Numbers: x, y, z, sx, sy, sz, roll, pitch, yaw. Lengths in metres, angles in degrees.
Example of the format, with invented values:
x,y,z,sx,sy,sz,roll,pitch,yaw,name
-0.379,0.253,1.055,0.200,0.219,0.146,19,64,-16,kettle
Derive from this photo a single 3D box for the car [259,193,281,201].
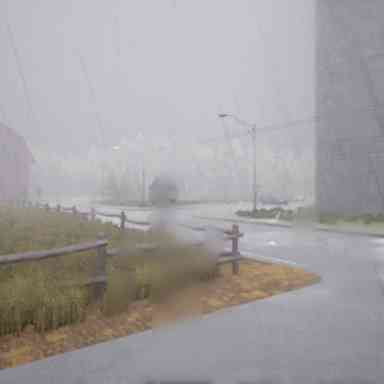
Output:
x,y,z,sx,sy,sz,roll,pitch,yaw,name
17.127,1.096,73.462,1.932,1.855,4.605,0,0,-36,car

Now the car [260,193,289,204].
x,y,z,sx,sy,sz,roll,pitch,yaw,name
13.572,1.319,54.502,2.242,1.667,4.611,0,0,-36,car
